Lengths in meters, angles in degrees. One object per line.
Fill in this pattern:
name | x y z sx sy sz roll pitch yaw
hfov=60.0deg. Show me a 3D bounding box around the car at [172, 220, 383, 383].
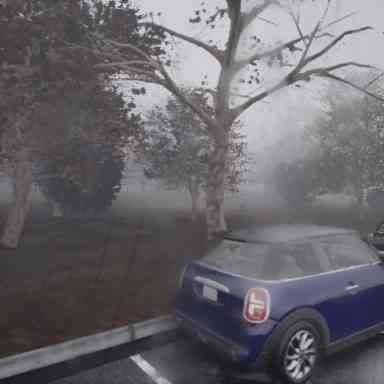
car | 2.013 1.314 5.498 4.553 1.767 2.185 -1 0 -33
